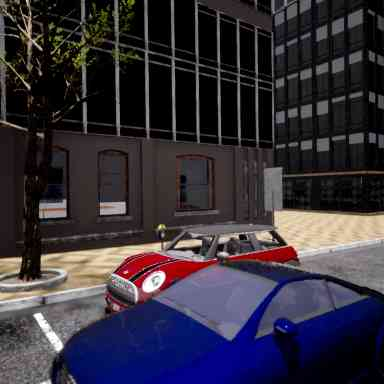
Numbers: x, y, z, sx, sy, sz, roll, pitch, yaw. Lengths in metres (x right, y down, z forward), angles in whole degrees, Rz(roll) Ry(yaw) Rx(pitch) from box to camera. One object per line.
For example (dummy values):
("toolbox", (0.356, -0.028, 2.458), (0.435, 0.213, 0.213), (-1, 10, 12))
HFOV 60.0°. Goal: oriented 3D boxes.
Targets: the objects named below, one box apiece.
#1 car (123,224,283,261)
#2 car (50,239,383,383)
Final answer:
("car", (0.334, 1.439, 6.814), (4.097, 1.590, 1.967), (0, -1, -35))
("car", (0.641, 1.563, 3.835), (4.181, 1.385, 1.994), (0, 0, -35))
